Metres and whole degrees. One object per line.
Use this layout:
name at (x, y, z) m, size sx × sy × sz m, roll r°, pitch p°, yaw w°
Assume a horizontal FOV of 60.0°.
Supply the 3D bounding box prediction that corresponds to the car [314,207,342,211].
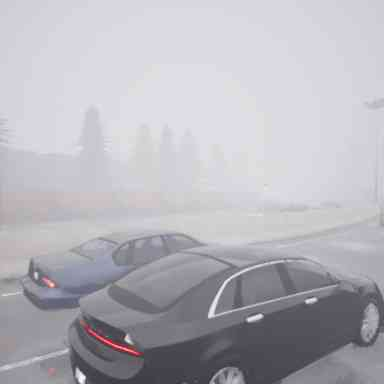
car at (13.826, 1.600, 33.466) m, size 2.033 × 1.411 × 5.357 m, roll 0°, pitch 0°, yaw 35°

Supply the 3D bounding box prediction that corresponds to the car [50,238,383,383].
car at (0.863, 1.516, 4.649) m, size 4.892 × 1.490 × 1.837 m, roll 0°, pitch 0°, yaw -37°

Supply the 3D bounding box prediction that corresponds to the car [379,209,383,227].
car at (14.112, 1.374, 22.214) m, size 2.097 × 1.767 × 4.553 m, roll 0°, pitch 0°, yaw 41°

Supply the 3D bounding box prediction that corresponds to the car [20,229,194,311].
car at (-0.880, 1.571, 7.639) m, size 5.357 × 1.411 × 2.033 m, roll 0°, pitch 0°, yaw -38°

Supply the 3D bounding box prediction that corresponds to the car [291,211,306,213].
car at (11.090, 1.666, 35.705) m, size 1.895 × 1.301 × 4.718 m, roll 0°, pitch 0°, yaw 35°
